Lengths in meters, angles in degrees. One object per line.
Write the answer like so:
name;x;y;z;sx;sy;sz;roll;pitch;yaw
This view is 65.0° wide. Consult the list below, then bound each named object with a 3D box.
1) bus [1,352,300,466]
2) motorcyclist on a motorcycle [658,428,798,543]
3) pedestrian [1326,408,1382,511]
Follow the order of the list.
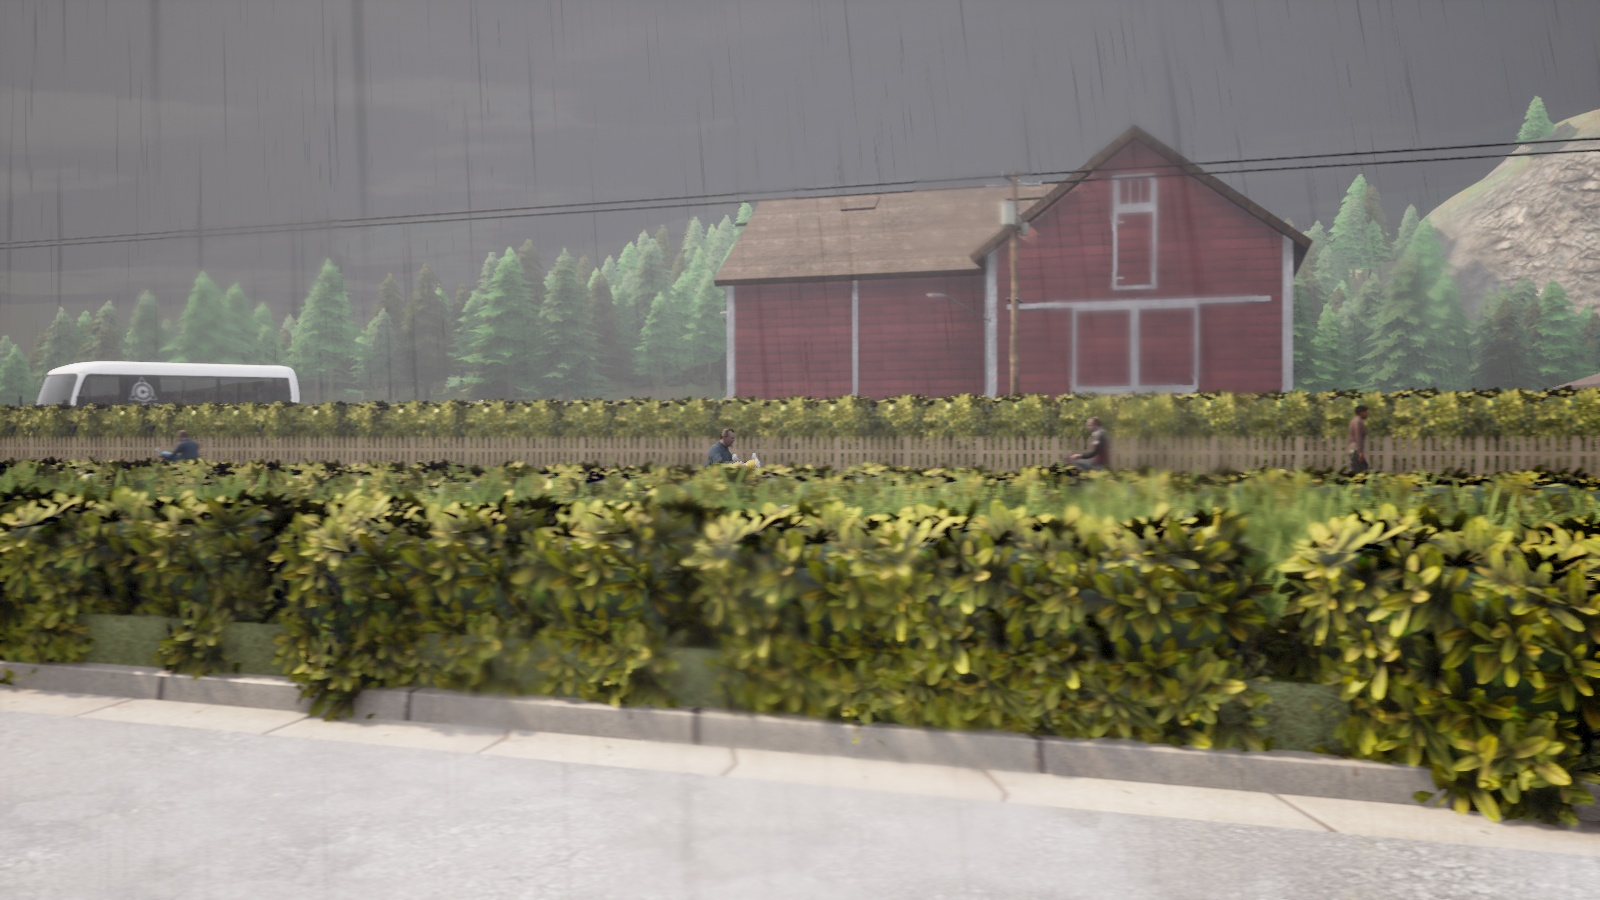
bus;-26.660;-1.687;52.207;3.944;4.253;10.273;1;2;37
motorcyclist on a motorcycle;-1.025;0.478;18.087;1.817;1.590;0.866;1;1;19
pedestrian;9.828;0.164;22.293;0.869;1.805;0.328;1;1;18
